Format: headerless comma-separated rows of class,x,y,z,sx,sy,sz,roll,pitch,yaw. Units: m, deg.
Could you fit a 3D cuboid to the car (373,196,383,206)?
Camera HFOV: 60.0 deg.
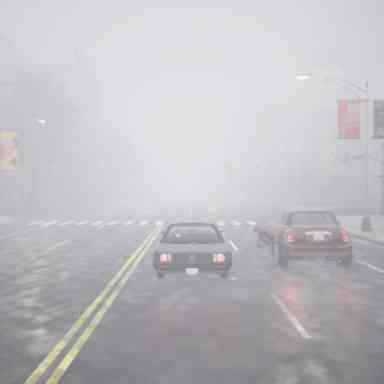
car,26.895,1.179,43.953,4.181,1.385,1.994,0,0,0

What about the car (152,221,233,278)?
car,0.003,1.514,9.846,1.895,1.301,4.718,0,0,0

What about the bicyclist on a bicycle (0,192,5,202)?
bicyclist on a bicycle,-31.475,0.823,54.994,0.582,1.620,1.656,0,1,0

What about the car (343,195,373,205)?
car,24.434,1.132,47.444,5.357,1.411,2.033,0,0,0

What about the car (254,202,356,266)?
car,3.494,1.254,11.323,2.097,1.767,4.553,0,1,0
